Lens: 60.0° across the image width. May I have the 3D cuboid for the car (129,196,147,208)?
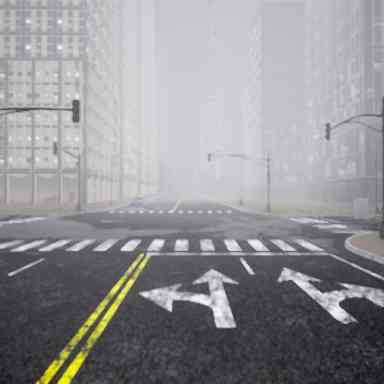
[{"bbox_3d":[-7.061,1.293,43.905,1.882,1.535,5.008,0,0,-1],"label":"car"}]
